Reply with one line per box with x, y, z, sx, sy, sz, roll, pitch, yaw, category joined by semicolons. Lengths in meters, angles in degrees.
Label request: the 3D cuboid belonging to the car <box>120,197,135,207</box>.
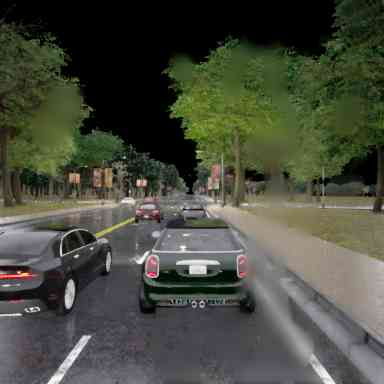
-9.839;1.569;51.284;1.812;1.442;4.674;0;0;0;car

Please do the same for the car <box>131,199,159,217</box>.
-3.192;1.534;25.435;1.812;1.442;4.674;0;0;0;car

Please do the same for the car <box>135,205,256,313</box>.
0.089;1.352;7.818;2.097;1.767;4.553;0;0;0;car

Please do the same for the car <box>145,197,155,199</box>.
-6.586;1.528;51.798;1.882;1.535;5.008;0;0;0;car

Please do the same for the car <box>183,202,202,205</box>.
0.057;1.499;24.216;2.128;1.511;4.902;0;0;0;car

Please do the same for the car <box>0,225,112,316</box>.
-3.162;1.505;7.545;1.837;1.490;4.892;0;0;0;car
